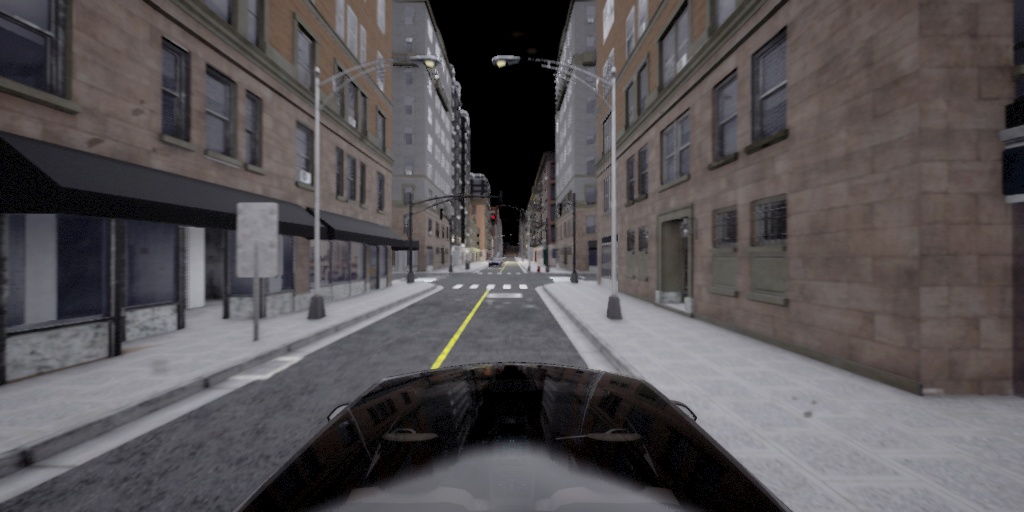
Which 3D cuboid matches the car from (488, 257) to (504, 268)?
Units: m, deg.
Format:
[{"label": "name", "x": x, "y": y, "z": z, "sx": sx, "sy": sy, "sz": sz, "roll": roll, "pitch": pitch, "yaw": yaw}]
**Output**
[{"label": "car", "x": -2.739, "y": 0.978, "z": 58.663, "sx": 2.097, "sy": 1.767, "sz": 4.553, "roll": 0, "pitch": 0, "yaw": 0}]
